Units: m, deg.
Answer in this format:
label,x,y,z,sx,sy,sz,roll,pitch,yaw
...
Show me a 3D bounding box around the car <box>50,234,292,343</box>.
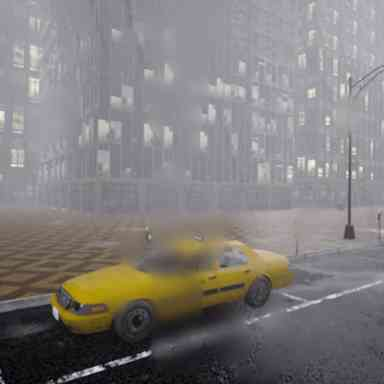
label,x,y,z,sx,sy,sz,roll,pitch,yaw
car,-0.101,1.535,6.444,4.829,1.417,1.752,0,0,-35
